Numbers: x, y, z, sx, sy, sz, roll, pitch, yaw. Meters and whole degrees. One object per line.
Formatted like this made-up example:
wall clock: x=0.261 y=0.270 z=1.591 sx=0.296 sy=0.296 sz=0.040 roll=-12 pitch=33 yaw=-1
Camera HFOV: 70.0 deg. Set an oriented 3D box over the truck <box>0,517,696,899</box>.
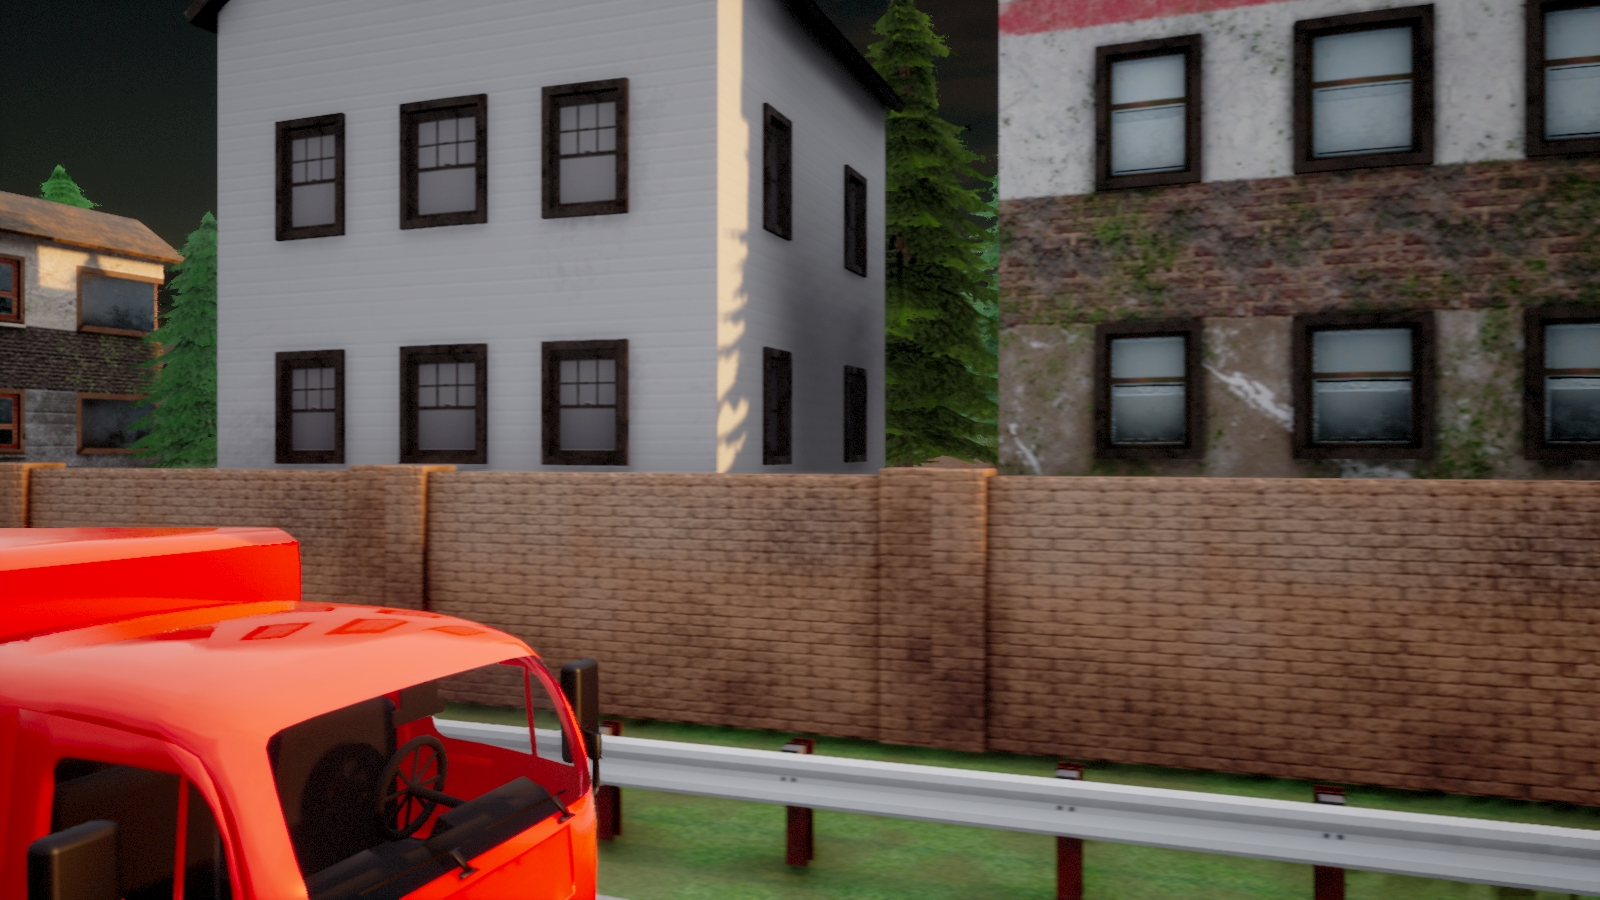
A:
truck: x=-3.344 y=1.580 z=4.515 sx=5.204 sy=2.467 sz=2.627 roll=-1 pitch=0 yaw=20
